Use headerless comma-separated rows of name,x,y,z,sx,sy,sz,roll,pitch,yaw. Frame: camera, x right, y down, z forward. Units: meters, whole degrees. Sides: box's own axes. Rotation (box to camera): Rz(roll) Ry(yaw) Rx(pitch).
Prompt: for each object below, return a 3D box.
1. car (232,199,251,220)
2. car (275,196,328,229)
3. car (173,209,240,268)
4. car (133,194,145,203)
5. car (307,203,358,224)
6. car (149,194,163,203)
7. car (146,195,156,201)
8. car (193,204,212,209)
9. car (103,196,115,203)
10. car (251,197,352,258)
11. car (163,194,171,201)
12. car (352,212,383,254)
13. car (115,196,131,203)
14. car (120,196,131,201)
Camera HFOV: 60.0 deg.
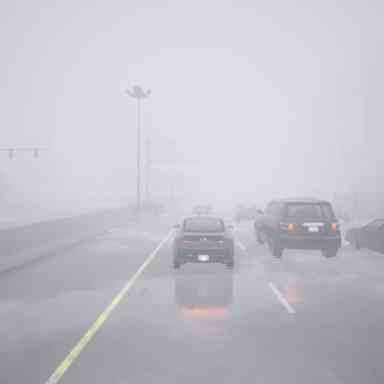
car,4.337,1.625,26.833,2.128,1.511,4.902,0,0,1
car,7.756,1.349,24.171,2.150,2.045,5.566,0,0,2
car,0.393,1.560,11.494,1.837,1.490,4.892,0,0,2
car,-11.844,1.849,75.736,1.994,1.385,4.181,0,0,2
car,11.355,1.696,27.364,2.033,1.411,5.357,0,0,2
car,-8.346,1.827,75.618,1.812,1.442,4.674,0,0,2
car,-11.272,1.605,91.452,2.097,1.767,4.553,0,0,2
car,0.801,1.668,25.802,2.033,1.411,5.357,0,0,2
car,-18.840,1.762,75.973,1.882,1.535,5.008,0,0,2
car,3.941,1.290,13.245,2.150,2.045,5.566,0,0,2
car,-7.772,1.734,91.395,1.882,1.535,5.008,0,0,2
car,7.406,1.618,11.864,2.033,1.411,5.357,0,0,2
car,-15.341,1.645,75.884,2.097,1.767,4.553,0,0,2
car,-18.266,1.790,91.760,1.994,1.385,4.181,0,0,2
